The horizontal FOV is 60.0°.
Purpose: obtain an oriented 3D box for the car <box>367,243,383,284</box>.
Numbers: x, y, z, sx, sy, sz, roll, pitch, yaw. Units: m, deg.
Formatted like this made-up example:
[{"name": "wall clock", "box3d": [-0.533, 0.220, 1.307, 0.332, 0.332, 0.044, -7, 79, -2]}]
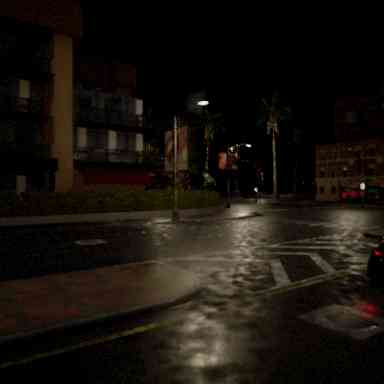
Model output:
[{"name": "car", "box3d": [6.198, 1.518, 8.199, 4.181, 1.385, 1.994, 0, 0, -35]}]
